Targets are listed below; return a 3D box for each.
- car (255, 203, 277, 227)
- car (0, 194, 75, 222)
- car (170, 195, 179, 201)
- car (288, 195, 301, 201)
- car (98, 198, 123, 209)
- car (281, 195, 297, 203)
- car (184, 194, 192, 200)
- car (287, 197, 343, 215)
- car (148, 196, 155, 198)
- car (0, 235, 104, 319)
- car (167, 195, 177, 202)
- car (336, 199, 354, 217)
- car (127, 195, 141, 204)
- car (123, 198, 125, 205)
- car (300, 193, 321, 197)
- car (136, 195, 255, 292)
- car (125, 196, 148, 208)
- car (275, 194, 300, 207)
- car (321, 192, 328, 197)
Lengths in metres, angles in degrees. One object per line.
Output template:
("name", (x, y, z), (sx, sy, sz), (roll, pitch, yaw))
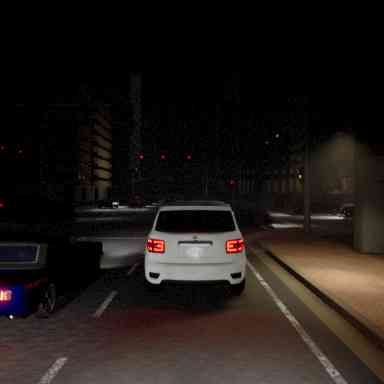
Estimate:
("car", (2.557, 1.548, 22.193), (5.357, 1.411, 2.033), (0, 0, 0))
("car", (-12.380, 1.224, 26.718), (5.566, 2.045, 2.150), (0, 1, -17))
("car", (-4.474, 1.553, 84.583), (1.994, 1.385, 4.181), (0, 0, 0))
("car", (24.580, 1.395, 79.603), (1.970, 1.475, 3.806), (0, 0, 0))
("car", (-11.401, 1.547, 45.662), (2.033, 1.411, 5.357), (0, 0, 0))
("car", (18.826, 1.395, 64.496), (1.970, 1.475, 3.806), (0, 0, 0))
("car", (-0.979, 1.304, 85.781), (1.882, 1.535, 5.008), (0, 0, 0))
("car", (12.298, 1.505, 32.849), (4.892, 1.490, 1.837), (0, 0, 0))
("car", (-7.935, 1.505, 57.032), (1.837, 1.490, 4.892), (0, 0, 0))
("car", (-3.419, 1.601, 7.304), (1.895, 1.301, 4.718), (0, 0, 1))
("car", (-4.421, 1.500, 73.981), (1.837, 1.490, 4.892), (0, 0, 0))
("car", (15.453, 1.564, 29.314), (4.181, 1.385, 1.994), (0, 0, 1))
("car", (-11.420, 1.478, 65.740), (1.882, 1.535, 5.008), (0, 0, 0))
("car", (-11.432, 1.601, 55.254), (1.895, 1.301, 4.718), (0, 0, 0))
("car", (16.136, 1.156, 47.027), (1.905, 1.878, 3.866), (0, 0, 0))
("car", (0.094, 1.221, 9.055), (2.150, 2.045, 5.566), (0, 0, 1))
("car", (-7.906, 1.478, 47.761), (1.882, 1.535, 5.008), (0, 0, 0))
("car", (13.242, 1.153, 47.078), (1.932, 1.855, 4.605), (0, 0, 0))
("car", (30.159, 1.153, 79.658), (1.932, 1.855, 4.605), (0, 0, 0))
